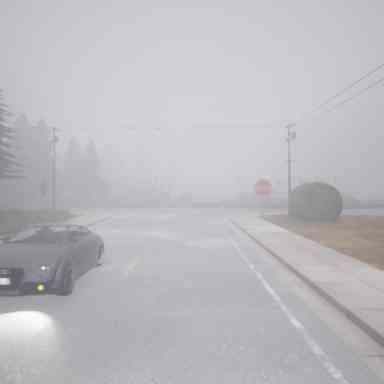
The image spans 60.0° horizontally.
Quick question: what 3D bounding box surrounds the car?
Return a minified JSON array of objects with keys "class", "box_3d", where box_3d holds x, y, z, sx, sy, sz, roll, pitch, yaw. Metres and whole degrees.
[{"class":"car","box_3d":[-3.587,1.495,8.320,1.994,1.385,4.181,0,0,0]}]
